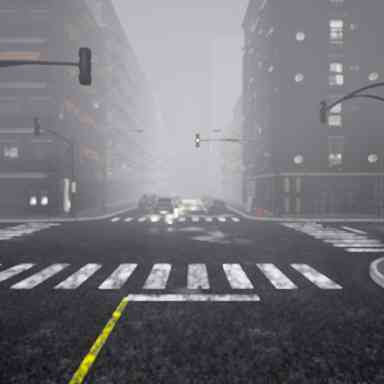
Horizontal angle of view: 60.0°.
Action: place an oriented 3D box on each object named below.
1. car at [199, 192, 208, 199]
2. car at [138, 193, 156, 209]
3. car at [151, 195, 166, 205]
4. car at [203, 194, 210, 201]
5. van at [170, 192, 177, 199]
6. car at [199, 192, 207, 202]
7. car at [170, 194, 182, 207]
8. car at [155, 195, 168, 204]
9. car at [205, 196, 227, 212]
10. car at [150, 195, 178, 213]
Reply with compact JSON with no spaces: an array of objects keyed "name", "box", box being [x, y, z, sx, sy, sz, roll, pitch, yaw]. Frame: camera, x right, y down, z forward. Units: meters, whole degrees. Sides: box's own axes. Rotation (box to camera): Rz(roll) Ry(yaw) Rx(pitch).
[{"name":"car","box":[2.813,0.824,84.600,2.192,1.841,5.009,-1,0,0]},{"name":"car","box":[-5.203,1.084,40.371,2.192,1.841,5.009,-1,0,0]},{"name":"car","box":[-5.167,1.231,51.276,1.752,1.417,4.829,-1,0,0]},{"name":"car","box":[2.680,1.321,40.289,2.008,1.369,4.403,-1,0,0]},{"name":"van","box":[-5.049,0.816,90.205,1.690,1.788,3.998,-1,0,0]},{"name":"car","box":[2.748,1.186,62.445,1.887,1.381,4.507,-1,0,0]},{"name":"car","box":[-2.703,1.351,43.599,1.895,1.301,4.718,0,0,0]},{"name":"car","box":[-5.149,1.255,56.984,1.802,1.307,4.206,-1,0,0]},{"name":"car","box":[2.663,1.384,34.750,1.802,1.307,4.206,-1,0,0]},{"name":"car","box":[-2.738,1.314,33.498,1.837,1.490,4.892,0,0,0]}]
